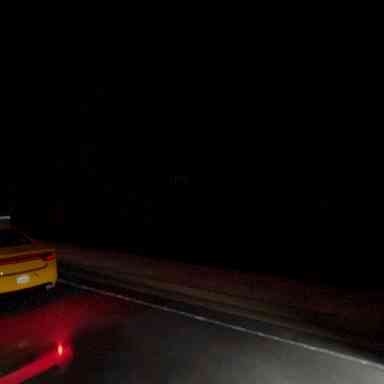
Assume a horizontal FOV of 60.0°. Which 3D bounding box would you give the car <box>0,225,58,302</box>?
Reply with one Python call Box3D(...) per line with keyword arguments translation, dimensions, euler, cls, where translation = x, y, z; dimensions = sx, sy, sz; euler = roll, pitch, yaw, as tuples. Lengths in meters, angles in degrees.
Box3D(translation=(-5.133, 1.472, 7.652), dimensions=(5.008, 1.535, 1.882), euler=(0, 0, 36), cls="car")
